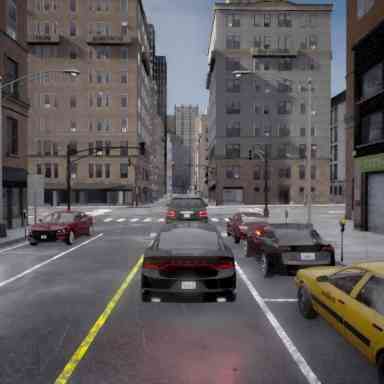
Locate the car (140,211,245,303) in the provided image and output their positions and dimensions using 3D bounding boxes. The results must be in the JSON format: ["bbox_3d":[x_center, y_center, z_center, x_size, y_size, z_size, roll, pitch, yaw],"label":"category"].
[{"bbox_3d":[-0.078,1.475,8.281,1.882,1.535,5.008,0,0,0],"label":"car"}]

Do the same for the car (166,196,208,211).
[{"bbox_3d":[-0.282,1.215,18.412,2.150,2.045,5.566,0,0,-1],"label":"car"}]

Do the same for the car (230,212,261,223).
[{"bbox_3d":[2.633,1.576,15.558,1.802,1.307,4.206,-1,0,-1],"label":"car"}]

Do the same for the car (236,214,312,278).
[{"bbox_3d":[2.720,1.562,9.973,1.947,1.339,4.313,-1,0,-1],"label":"car"}]

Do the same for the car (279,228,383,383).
[{"bbox_3d":[2.804,1.524,4.558,1.752,1.417,4.829,-1,0,-1],"label":"car"}]

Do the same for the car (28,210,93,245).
[{"bbox_3d":[-5.911,1.539,15.422,1.887,1.381,4.507,-1,0,-1],"label":"car"}]
